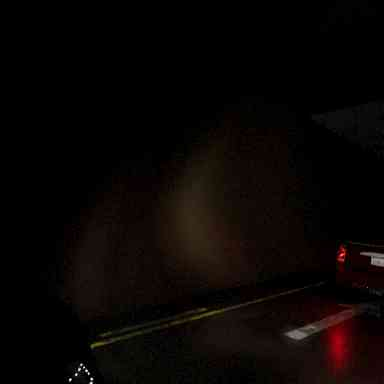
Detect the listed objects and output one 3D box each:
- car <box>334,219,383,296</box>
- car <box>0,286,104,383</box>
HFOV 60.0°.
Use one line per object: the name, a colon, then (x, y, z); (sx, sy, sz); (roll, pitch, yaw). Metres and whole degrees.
car: (5.288, 1.352, 7.552); (4.553, 1.767, 2.097); (0, 0, -35)
car: (-3.218, 1.219, 1.497); (5.566, 2.045, 2.150); (0, 0, -35)
